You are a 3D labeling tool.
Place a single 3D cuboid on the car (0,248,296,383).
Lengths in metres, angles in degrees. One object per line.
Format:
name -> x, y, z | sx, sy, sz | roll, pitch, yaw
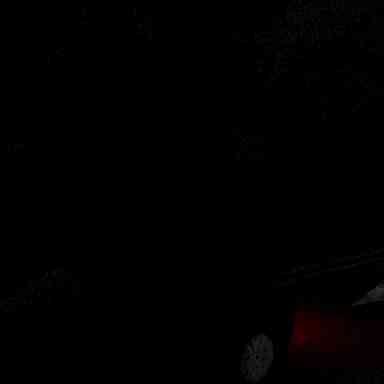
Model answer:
car -> -0.954, 1.478, 3.744 | 5.008, 1.535, 1.882 | 0, 0, -36
